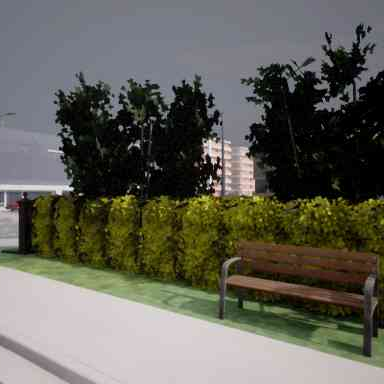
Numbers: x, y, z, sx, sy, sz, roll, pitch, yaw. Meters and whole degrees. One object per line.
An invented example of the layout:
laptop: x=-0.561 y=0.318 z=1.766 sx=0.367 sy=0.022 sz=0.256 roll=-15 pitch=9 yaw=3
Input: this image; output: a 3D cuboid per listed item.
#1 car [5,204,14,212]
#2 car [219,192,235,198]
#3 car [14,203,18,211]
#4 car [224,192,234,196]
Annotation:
car: x=-18.648 y=1.553 z=38.243 sx=1.895 sy=1.301 sz=4.718 roll=0 pitch=0 yaw=35
car: x=8.001 y=0.708 z=76.025 sx=1.994 sy=1.385 sz=4.181 roll=0 pitch=0 yaw=35
car: x=-16.058 y=1.553 z=35.854 sx=1.895 sy=1.301 sz=4.718 roll=0 pitch=0 yaw=36
car: x=7.325 y=0.729 z=68.970 sx=1.812 sy=1.442 sz=4.674 roll=0 pitch=1 yaw=35
